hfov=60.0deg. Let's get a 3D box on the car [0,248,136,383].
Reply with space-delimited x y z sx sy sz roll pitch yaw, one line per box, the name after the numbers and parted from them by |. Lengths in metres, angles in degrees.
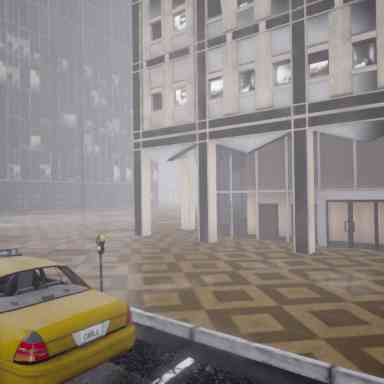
-2.988 1.528 5.021 4.829 1.417 1.752 0 -1 36 | car
